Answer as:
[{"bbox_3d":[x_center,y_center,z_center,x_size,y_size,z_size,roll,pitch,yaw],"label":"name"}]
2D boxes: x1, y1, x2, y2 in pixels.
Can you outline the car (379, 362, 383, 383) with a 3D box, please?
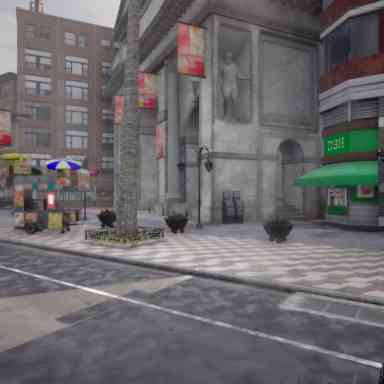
[{"bbox_3d":[3.806,1.222,1.139,5.566,2.045,2.150,0,0,37],"label":"car"}]
